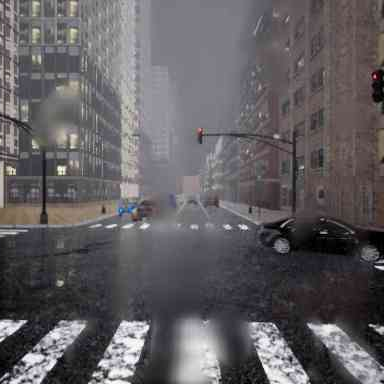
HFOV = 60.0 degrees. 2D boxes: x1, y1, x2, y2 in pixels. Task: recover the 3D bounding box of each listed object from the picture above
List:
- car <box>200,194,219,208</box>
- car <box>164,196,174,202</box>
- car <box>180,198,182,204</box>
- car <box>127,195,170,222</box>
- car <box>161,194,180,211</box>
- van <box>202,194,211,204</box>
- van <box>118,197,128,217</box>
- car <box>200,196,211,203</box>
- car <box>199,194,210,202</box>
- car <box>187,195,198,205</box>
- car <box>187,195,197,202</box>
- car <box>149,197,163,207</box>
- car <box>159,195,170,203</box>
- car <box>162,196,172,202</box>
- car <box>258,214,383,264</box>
[{"bbox_3d":[2.737,1.327,47.255,2.192,1.841,5.009,0,0,0],"label":"car"},{"bbox_3d":[-5.609,1.585,80.568,2.008,1.369,4.403,0,0,0],"label":"car"},{"bbox_3d":[-2.945,1.622,62.665,1.895,1.301,4.718,0,0,0],"label":"car"},{"bbox_3d":[-3.242,1.355,25.916,2.097,1.767,4.553,0,0,3],"label":"car"},{"bbox_3d":[-3.057,1.231,41.211,2.150,2.045,5.566,0,0,0],"label":"car"},{"bbox_3d":[2.754,1.363,63.908,1.690,1.788,3.998,0,0,0],"label":"van"},{"bbox_3d":[-5.660,1.345,30.609,1.690,1.788,3.998,0,0,0],"label":"van"},{"bbox_3d":[2.761,1.576,69.458,2.008,1.369,4.403,0,0,0],"label":"car"},{"bbox_3d":[2.765,1.345,75.009,2.192,1.841,5.009,0,0,0],"label":"car"},{"bbox_3d":[0.065,1.620,60.129,1.895,1.301,4.718,0,0,0],"label":"car"},{"bbox_3d":[0.074,1.416,70.105,2.033,1.411,5.357,0,0,0],"label":"car"},{"bbox_3d":[-5.637,1.540,52.643,1.752,1.417,4.829,0,0,0],"label":"car"},{"bbox_3d":[-5.620,1.465,69.466,1.967,1.590,4.097,0,0,0],"label":"car"},{"bbox_3d":[-5.615,1.555,74.847,1.752,1.417,4.829,0,0,0],"label":"car"},{"bbox_3d":[4.980,1.632,12.539,4.892,1.490,1.837,1,1,26],"label":"car"}]
